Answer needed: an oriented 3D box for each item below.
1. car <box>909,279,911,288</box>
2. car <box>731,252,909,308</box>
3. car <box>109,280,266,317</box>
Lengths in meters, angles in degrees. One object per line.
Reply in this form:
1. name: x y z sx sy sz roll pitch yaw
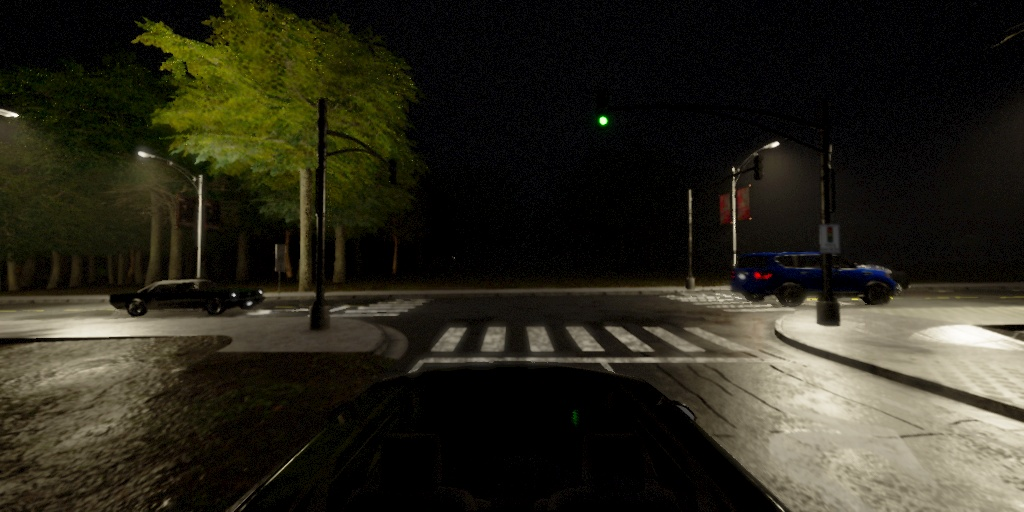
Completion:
1. car: 16.350 1.172 17.514 4.902 1.511 2.128 -1 -1 0
2. car: 11.752 0.881 14.243 5.566 2.045 2.150 -1 -2 -3
3. car: -12.555 1.604 14.145 4.718 1.301 1.895 -1 -1 0
